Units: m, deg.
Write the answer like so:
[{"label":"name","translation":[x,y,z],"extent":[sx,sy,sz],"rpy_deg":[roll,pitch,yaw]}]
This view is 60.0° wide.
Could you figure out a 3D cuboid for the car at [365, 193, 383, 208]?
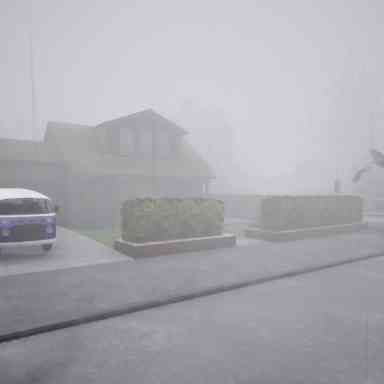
[{"label":"car","translation":[23.154,0.985,40.320],"extent":[3.866,1.878,1.905],"rpy_deg":[0,0,0]}]
